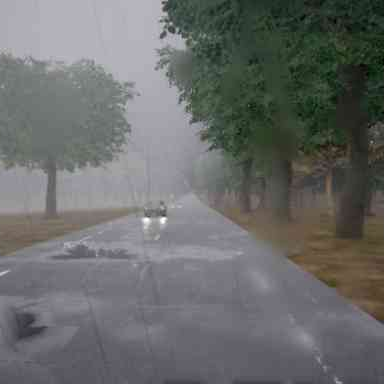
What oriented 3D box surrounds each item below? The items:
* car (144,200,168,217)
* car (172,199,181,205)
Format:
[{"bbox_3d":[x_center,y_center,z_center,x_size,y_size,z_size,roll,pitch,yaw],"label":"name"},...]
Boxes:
[{"bbox_3d":[-3.592,1.568,33.638,2.097,1.767,4.553,0,-1,0],"label":"car"},{"bbox_3d":[-3.501,2.266,75.015,1.895,1.301,4.718,0,-1,0],"label":"car"}]
